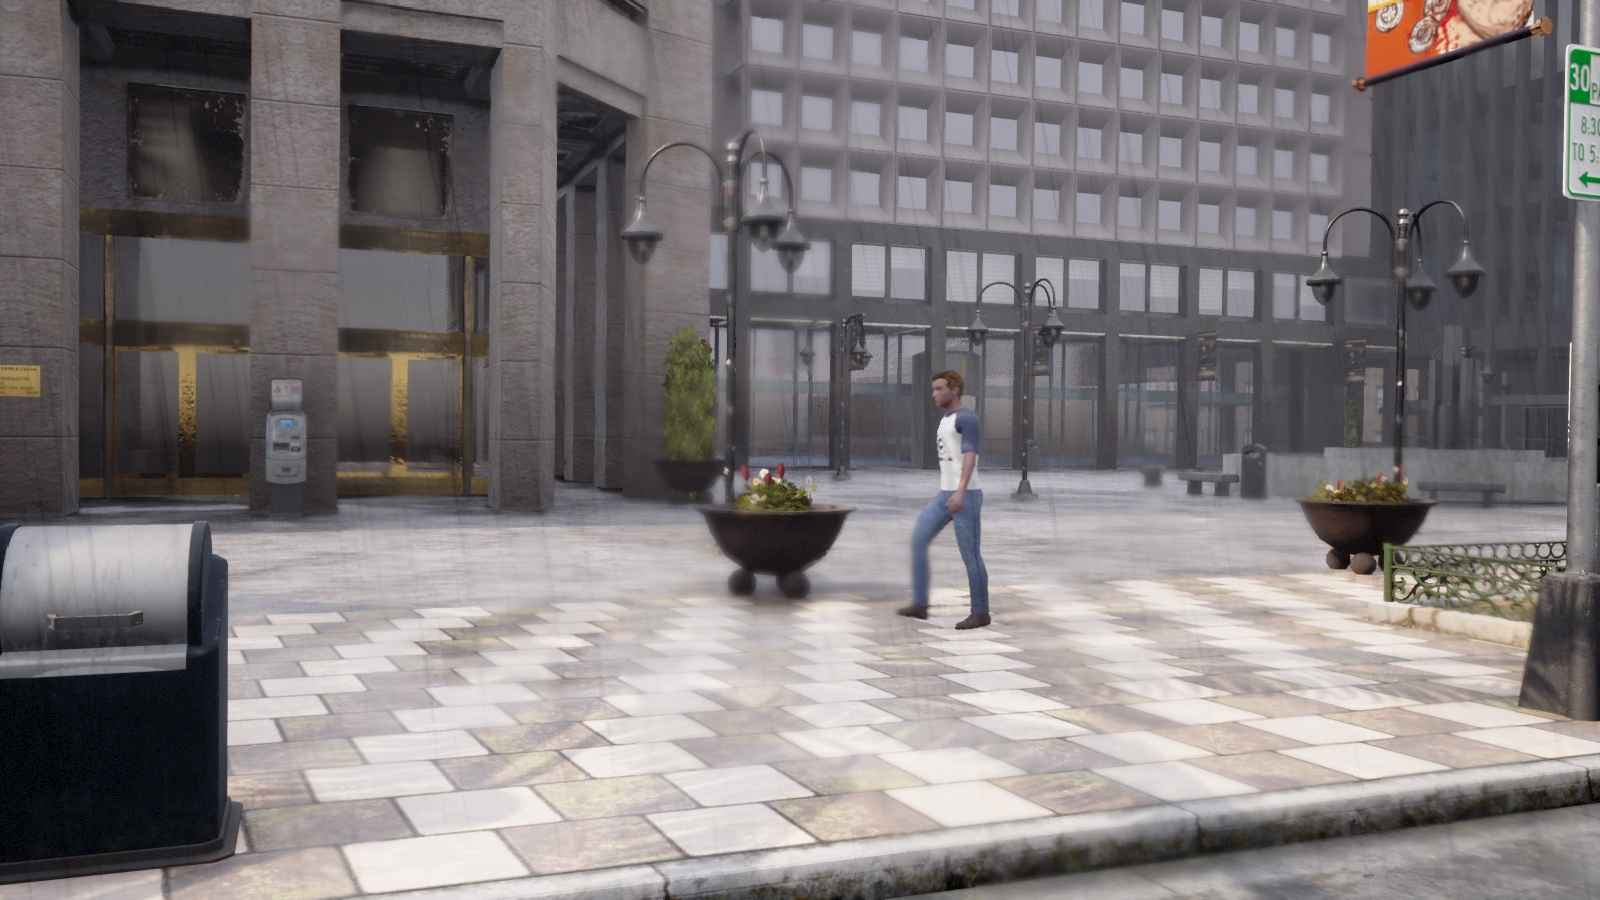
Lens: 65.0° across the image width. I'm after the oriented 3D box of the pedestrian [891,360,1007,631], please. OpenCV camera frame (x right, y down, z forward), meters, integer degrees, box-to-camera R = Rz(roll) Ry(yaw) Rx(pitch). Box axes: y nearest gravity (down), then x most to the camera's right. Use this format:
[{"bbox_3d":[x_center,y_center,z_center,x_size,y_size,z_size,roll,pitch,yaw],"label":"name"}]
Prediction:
[{"bbox_3d":[1.041,0.301,8.777,0.706,1.836,0.354,-1,1,-19],"label":"pedestrian"}]
